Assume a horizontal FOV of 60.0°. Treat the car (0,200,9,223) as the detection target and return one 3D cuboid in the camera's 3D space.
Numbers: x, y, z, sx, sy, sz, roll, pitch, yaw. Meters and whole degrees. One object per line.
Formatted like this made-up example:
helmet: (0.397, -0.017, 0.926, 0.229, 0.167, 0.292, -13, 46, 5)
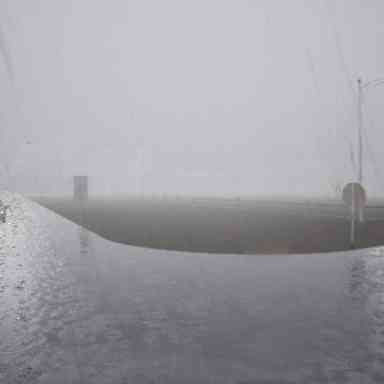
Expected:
car: (-13.666, 1.299, 22.657, 2.128, 1.511, 4.902, -2, 1, -29)
